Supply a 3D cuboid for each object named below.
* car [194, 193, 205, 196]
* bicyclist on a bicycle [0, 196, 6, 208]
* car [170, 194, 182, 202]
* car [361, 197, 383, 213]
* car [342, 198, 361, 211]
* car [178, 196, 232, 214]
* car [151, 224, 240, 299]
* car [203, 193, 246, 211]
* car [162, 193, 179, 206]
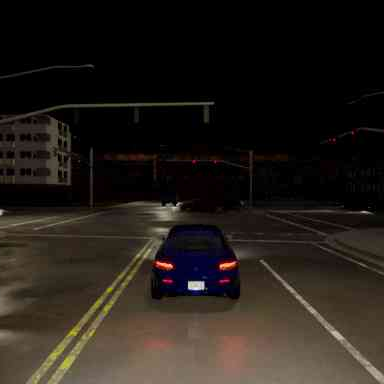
[{"bbox_3d":[2.359,0.970,88.057,2.097,1.767,4.553,0,0,40],"label":"car"},{"bbox_3d":[-25.479,1.300,44.831,0.582,1.620,1.656,0,0,0],"label":"bicyclist on a bicycle"},{"bbox_3d":[-3.496,1.355,73.912,2.097,1.767,4.553,0,0,2],"label":"car"},{"bbox_3d":[20.167,1.395,34.035,4.181,1.385,1.994,-1,0,1],"label":"car"},{"bbox_3d":[19.536,1.334,37.548,4.902,1.511,2.128,-1,0,1],"label":"car"},{"bbox_3d":[1.351,1.439,34.619,5.008,1.535,1.882,0,0,4],"label":"car"},{"bbox_3d":[0.077,1.526,8.312,1.812,1.442,4.674,0,0,0],"label":"car"},{"bbox_3d":[3.975,1.306,39.226,4.553,1.767,2.097,0,0,20],"label":"car"},{"bbox_3d":[-3.636,1.221,53.985,2.150,2.045,5.566,0,0,-1],"label":"car"}]
